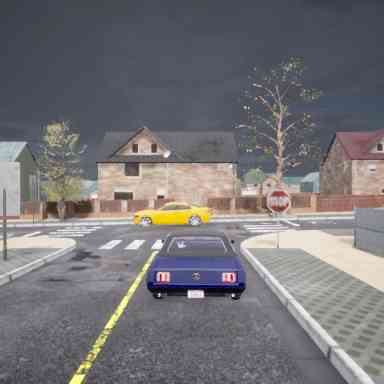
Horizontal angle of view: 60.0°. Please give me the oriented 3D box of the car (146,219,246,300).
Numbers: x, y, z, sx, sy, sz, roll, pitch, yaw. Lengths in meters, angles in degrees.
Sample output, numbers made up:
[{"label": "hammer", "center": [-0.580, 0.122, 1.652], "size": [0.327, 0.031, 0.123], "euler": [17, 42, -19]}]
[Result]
[{"label": "car", "center": [0.144, 1.600, 8.372], "size": [1.895, 1.301, 4.718], "euler": [0, 0, 2]}]

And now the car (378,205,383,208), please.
[{"label": "car", "center": [14.755, 1.062, 21.680], "size": [5.008, 1.535, 1.882], "euler": [-1, 1, 0]}]

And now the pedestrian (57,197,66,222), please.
[{"label": "pedestrian", "center": [-9.641, 1.258, 24.560], "size": [0.375, 1.860, 0.375], "euler": [0, 2, 0]}]

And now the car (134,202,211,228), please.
[{"label": "car", "center": [-1.249, 1.437, 21.666], "size": [5.008, 1.535, 1.882], "euler": [-1, 1, 0]}]
